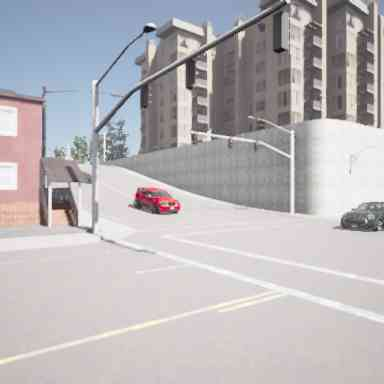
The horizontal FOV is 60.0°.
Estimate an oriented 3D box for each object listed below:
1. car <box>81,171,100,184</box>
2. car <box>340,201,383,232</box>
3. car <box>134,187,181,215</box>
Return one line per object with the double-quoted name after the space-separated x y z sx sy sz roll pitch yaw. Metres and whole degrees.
-14.024 -2.001 44.624 1.895 1.301 4.718 0 12 -36 "car"
11.116 1.381 20.369 4.553 1.767 2.097 0 0 -35 "car"
-3.186 0.708 29.483 2.150 2.045 5.566 0 5 -36 "car"
